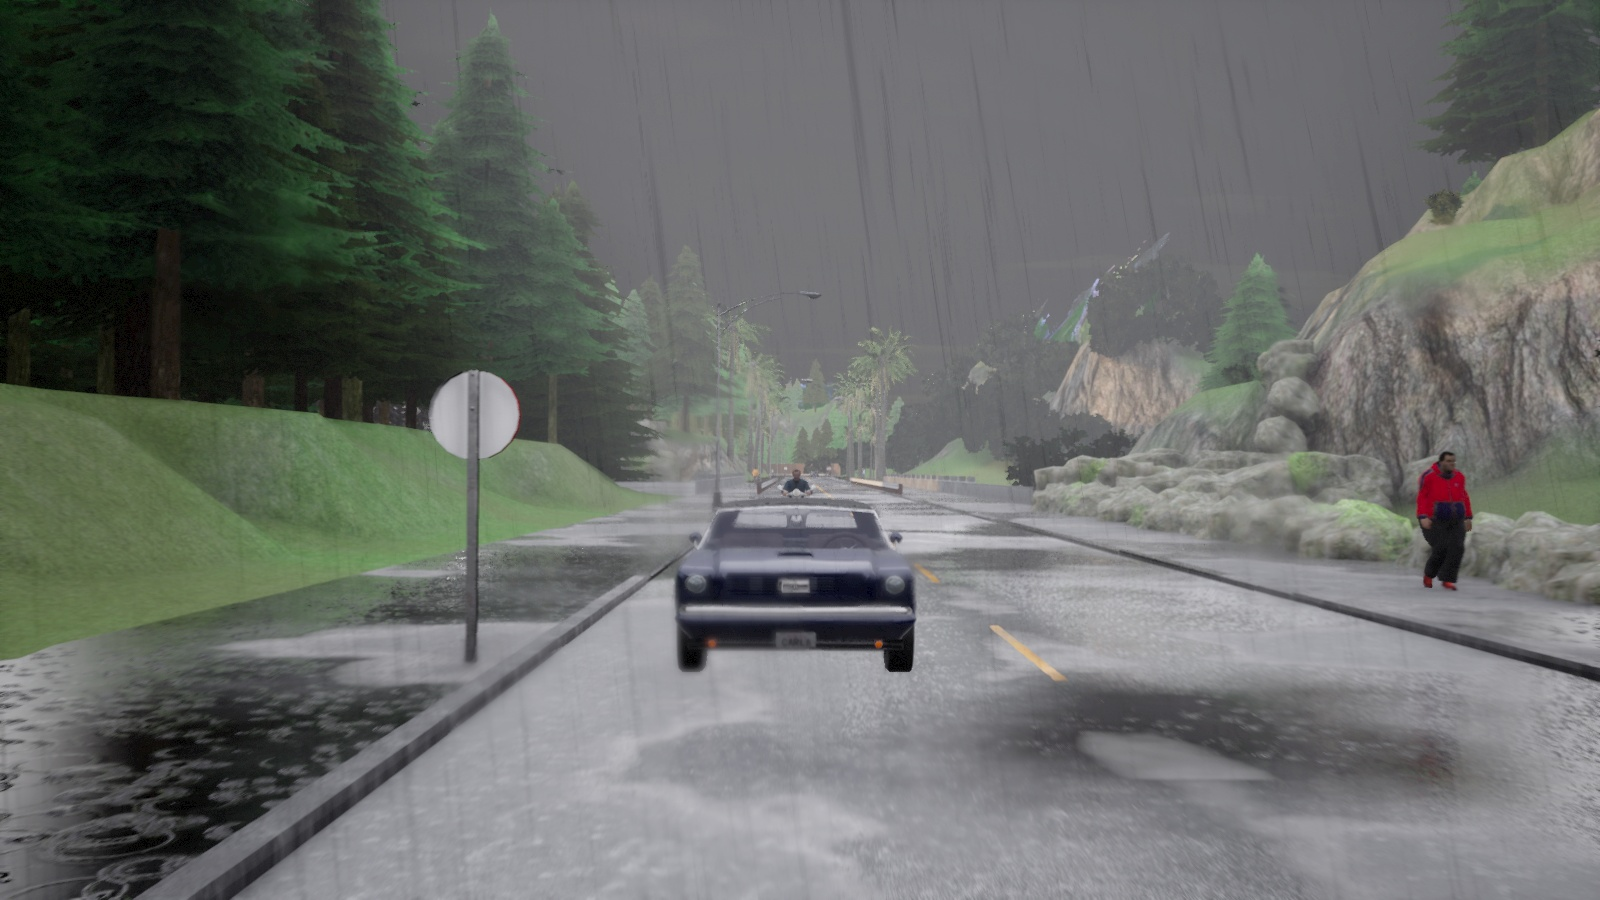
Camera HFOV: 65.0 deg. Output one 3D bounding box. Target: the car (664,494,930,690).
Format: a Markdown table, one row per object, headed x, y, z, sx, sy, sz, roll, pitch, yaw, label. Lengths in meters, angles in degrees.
| x | y | z | sx | sy | sz | roll | pitch | yaw | label |
| --- | --- | --- | --- | --- | --- | --- | --- | --- | --- |
| -0.028 | 1.096 | 11.350 | 1.895 | 1.301 | 4.718 | 0 | -1 | 0 | car |

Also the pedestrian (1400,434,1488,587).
| x | y | z | sx | sy | sz | roll | pitch | yaw | label |
| --- | --- | --- | --- | --- | --- | --- | --- | --- | --- |
| 7.987 | 0.742 | 15.607 | 0.634 | 1.844 | 0.899 | 0 | -1 | 2 | pedestrian |

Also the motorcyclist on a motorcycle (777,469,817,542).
| x | y | z | sx | sy | sz | roll | pitch | yaw | label |
| --- | --- | --- | --- | --- | --- | --- | --- | --- | --- |
| -0.069 | 1.223 | 28.343 | 0.866 | 1.590 | 1.817 | 0 | -1 | 0 | motorcyclist on a motorcycle |
